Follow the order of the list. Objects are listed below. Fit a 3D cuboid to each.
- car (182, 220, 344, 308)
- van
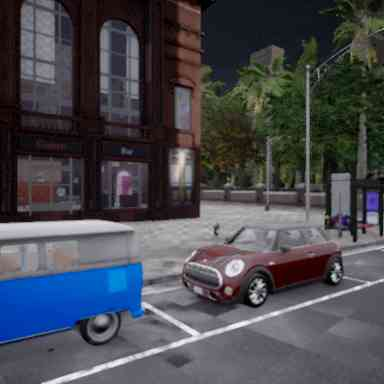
[{"bbox_3d":[1.749,1.473,7.912,4.097,1.590,1.967,0,0,-36],"label":"car"},{"bbox_3d":[-2.661,1.344,4.752,3.998,1.788,1.690,0,0,-36],"label":"van"}]
